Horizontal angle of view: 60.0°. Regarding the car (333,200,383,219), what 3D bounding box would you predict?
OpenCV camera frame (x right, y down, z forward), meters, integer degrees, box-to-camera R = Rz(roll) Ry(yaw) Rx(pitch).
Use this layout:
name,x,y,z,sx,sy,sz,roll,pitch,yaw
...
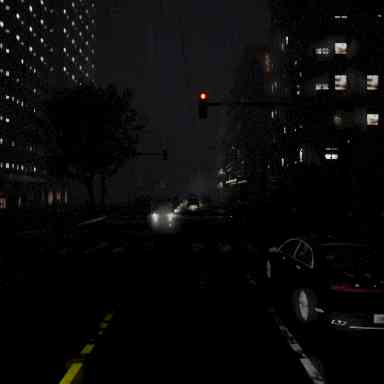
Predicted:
name,x,y,z,sx,sy,sz,roll,pitch,yaw
car,13.467,1.348,26.257,4.403,1.369,2.008,-1,1,0

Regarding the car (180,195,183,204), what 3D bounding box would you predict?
name,x,y,z,sx,sy,sz,roll,pitch,yaw
car,-3.007,1.559,55.402,1.812,1.442,4.674,0,0,1

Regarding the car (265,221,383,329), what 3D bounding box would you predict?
name,x,y,z,sx,sy,sz,roll,pitch,yaw
car,2.700,1.551,6.868,2.008,1.369,4.403,0,0,0

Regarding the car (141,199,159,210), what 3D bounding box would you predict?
name,x,y,z,sx,sy,sz,roll,pitch,yaw
car,-5.622,1.589,44.792,1.947,1.339,4.313,0,0,0

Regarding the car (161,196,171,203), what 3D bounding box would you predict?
name,x,y,z,sx,sy,sz,roll,pitch,yaw
car,-5.579,1.621,72.407,1.947,1.339,4.313,0,0,0

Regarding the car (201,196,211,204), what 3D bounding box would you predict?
name,x,y,z,sx,sy,sz,roll,pitch,yaw
car,2.794,1.573,67.040,1.752,1.417,4.829,0,0,0

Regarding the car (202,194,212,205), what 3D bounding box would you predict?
name,x,y,z,sx,sy,sz,roll,pitch,yaw
car,2.785,1.606,61.347,1.947,1.339,4.313,0,0,0

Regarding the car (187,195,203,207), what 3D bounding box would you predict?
name,x,y,z,sx,sy,sz,roll,pitch,yaw
car,0.188,1.577,51.774,2.033,1.411,5.357,0,0,0

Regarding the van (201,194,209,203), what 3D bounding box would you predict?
name,x,y,z,sx,sy,sz,roll,pitch,yaw
van,2.802,1.397,72.394,1.690,1.788,3.998,0,0,0

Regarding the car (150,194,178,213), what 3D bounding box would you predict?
name,x,y,z,sx,sy,sz,roll,pitch,yaw
car,-3.042,1.368,37.003,2.097,1.767,4.553,0,0,0

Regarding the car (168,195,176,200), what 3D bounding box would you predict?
name,x,y,z,sx,sy,sz,roll,pitch,yaw
car,-5.545,1.647,94.498,2.008,1.369,4.403,0,0,0

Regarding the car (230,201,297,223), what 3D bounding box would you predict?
name,x,y,z,sx,sy,sz,roll,pitch,yaw
car,5.257,1.474,24.898,4.892,1.490,1.837,-1,1,18

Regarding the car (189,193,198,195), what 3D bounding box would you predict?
name,x,y,z,sx,sy,sz,roll,pitch,yaw
car,0.123,1.288,76.648,2.150,2.045,5.566,0,0,0

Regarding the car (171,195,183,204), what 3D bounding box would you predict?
name,x,y,z,sx,sy,sz,roll,pitch,yaw
car,-2.938,1.397,65.333,2.097,1.767,4.553,0,0,1

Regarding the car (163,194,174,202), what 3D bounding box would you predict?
name,x,y,z,sx,sy,sz,roll,pitch,yaw
car,-5.571,1.380,77.929,2.192,1.841,5.009,0,0,0

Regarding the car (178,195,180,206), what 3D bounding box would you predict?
name,x,y,z,sx,sy,sz,roll,pitch,yaw
car,-3.023,1.502,46.093,1.882,1.535,5.008,0,0,0

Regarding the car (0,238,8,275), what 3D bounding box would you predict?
name,x,y,z,sx,sy,sz,roll,pitch,yaw
car,-5.680,1.545,6.881,1.887,1.381,4.507,0,0,0

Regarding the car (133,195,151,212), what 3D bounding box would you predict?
name,x,y,z,sx,sy,sz,roll,pitch,yaw
car,-5.631,1.333,39.270,2.192,1.841,5.009,0,0,0
